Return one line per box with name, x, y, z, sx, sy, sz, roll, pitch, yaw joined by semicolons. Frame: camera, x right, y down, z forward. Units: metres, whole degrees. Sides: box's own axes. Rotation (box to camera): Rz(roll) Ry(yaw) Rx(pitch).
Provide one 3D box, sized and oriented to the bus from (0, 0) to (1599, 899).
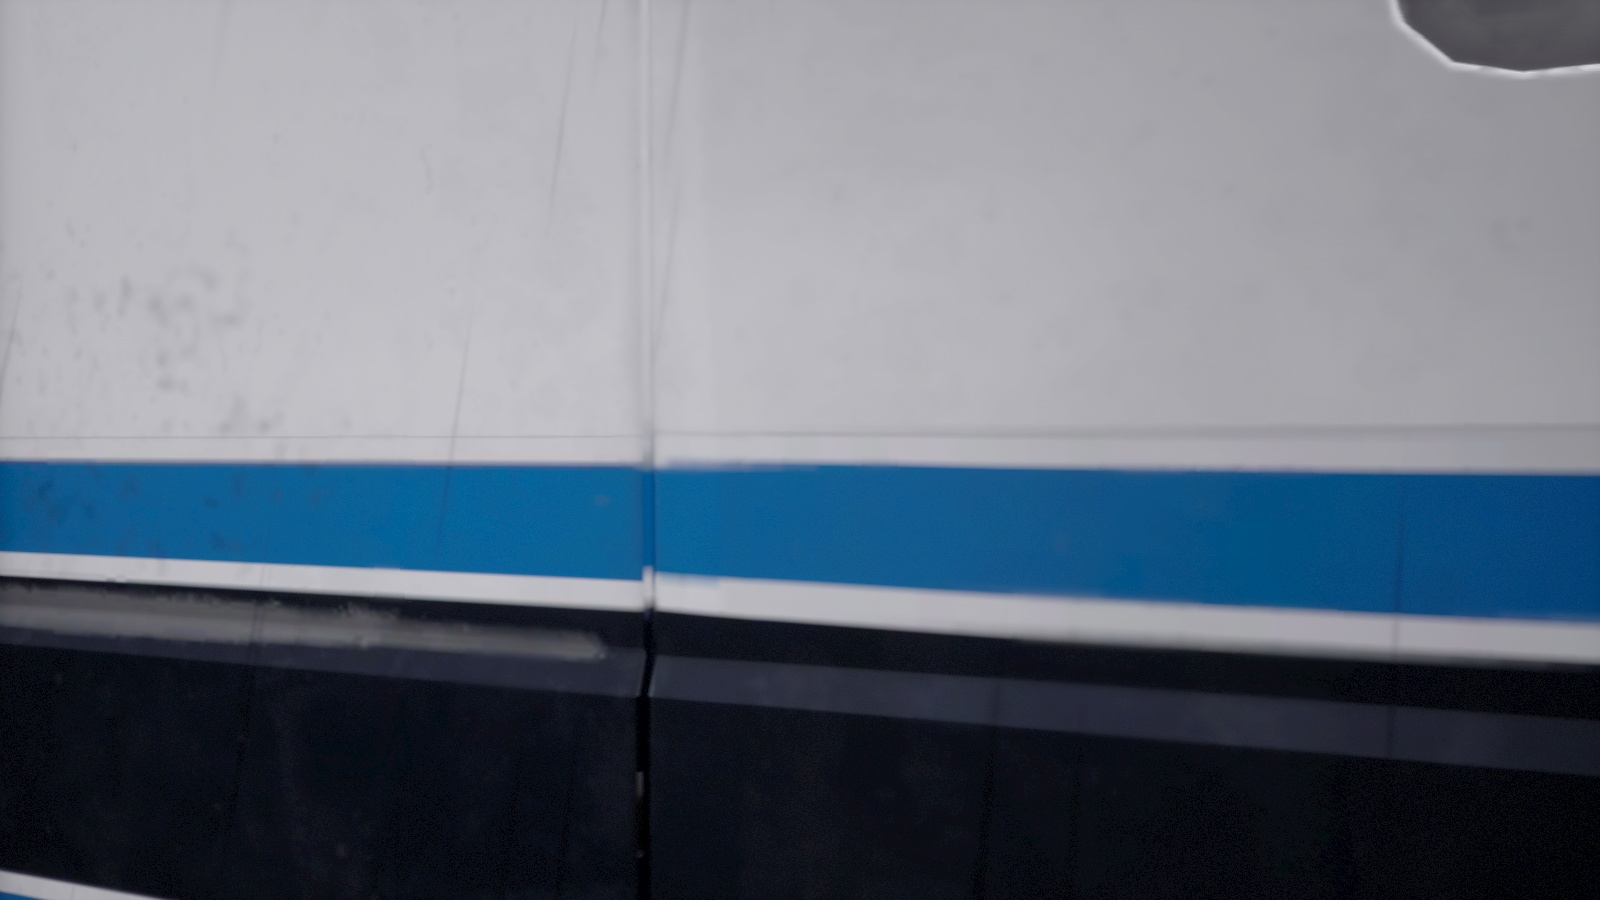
bus;-0.324;-0.600;3.218;10.273;4.253;3.944;1;1;22
